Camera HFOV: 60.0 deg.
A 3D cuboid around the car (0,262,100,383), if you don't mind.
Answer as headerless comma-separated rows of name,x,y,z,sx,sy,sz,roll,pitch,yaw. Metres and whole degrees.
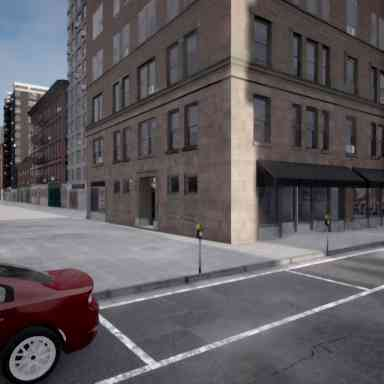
car,-3.373,1.545,3.782,4.507,1.381,1.887,0,0,-36
